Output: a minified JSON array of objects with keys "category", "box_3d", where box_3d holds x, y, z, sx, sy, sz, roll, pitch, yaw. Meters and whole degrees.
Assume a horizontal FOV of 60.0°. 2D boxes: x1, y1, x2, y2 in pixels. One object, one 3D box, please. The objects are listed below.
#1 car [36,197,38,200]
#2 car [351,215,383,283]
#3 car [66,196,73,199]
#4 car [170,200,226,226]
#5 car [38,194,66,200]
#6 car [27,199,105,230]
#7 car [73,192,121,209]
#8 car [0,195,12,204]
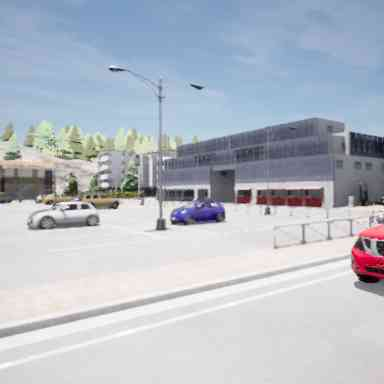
[{"category":"car","box_3d":[-23.438,1.150,54.288,3.806,1.475,1.970,0,0,-35]},{"category":"car","box_3d":[6.285,1.158,8.400,5.566,2.045,2.150,0,0,-37]},{"category":"car","box_3d":[-12.176,0.995,38.720,3.866,1.878,1.905,0,0,-35]},{"category":"car","box_3d":[0.352,1.292,21.259,3.633,1.501,1.845,0,0,-35]},{"category":"car","box_3d":[-19.500,1.070,49.211,5.027,1.636,2.152,0,0,-35]},{"category":"car","box_3d":[-7.439,1.350,19.455,3.806,1.475,1.970,0,0,-35]},{"category":"car","box_3d":[-10.175,1.013,36.574,4.605,1.855,1.932,0,0,-35]},{"category":"car","box_3d":[-31.315,1.261,53.257,4.514,1.523,2.007,0,0,-35]}]
